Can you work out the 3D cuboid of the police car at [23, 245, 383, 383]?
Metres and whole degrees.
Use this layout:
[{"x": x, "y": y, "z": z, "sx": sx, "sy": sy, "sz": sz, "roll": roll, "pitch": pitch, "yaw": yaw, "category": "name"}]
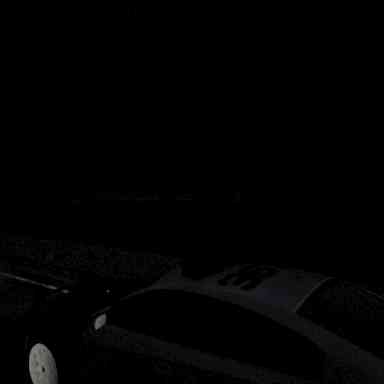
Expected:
[{"x": 0.157, "y": 1.431, "z": 3.444, "sx": 5.238, "sy": 1.638, "sz": 1.930, "roll": 0, "pitch": 0, "yaw": 35, "category": "police car"}]
